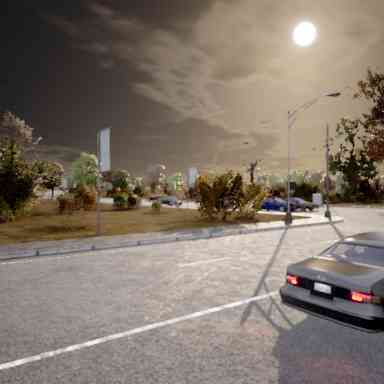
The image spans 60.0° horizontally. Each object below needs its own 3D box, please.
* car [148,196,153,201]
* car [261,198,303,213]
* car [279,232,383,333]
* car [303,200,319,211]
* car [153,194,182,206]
[{"bbox_3d":[-7.825,1.285,73.344,1.882,1.535,5.008,0,0,-38],"label":"car"},{"bbox_3d":[8.876,1.337,35.814,1.882,1.535,5.008,0,0,-40],"label":"car"},{"bbox_3d":[4.064,1.533,6.673,5.357,1.411,2.033,0,0,-36],"label":"car"},{"bbox_3d":[11.656,1.385,37.947,2.033,1.411,5.357,0,0,-39],"label":"car"},{"bbox_3d":[-3.428,1.358,51.032,2.128,1.511,4.902,0,0,-39],"label":"car"}]
